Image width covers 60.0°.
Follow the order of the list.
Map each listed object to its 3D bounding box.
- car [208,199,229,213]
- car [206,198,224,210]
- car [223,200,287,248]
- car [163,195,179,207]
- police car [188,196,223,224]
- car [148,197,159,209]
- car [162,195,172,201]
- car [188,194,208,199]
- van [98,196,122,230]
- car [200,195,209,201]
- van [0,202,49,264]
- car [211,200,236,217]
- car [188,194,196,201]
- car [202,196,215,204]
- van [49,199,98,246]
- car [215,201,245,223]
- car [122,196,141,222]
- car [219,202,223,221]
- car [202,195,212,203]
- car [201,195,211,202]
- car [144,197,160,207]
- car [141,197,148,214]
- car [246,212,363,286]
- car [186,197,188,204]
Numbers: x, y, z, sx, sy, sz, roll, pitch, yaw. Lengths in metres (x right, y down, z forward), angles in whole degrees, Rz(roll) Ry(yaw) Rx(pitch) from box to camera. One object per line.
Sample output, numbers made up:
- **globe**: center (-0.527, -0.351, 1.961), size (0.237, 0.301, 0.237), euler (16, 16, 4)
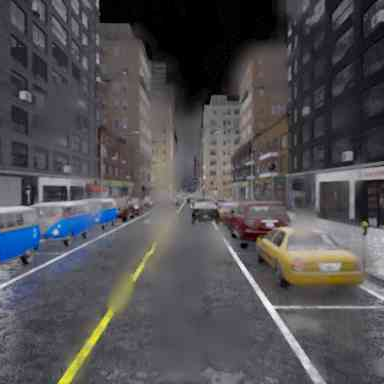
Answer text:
- **car**: center (2.856, 1.475, 36.949), size (1.947, 1.339, 4.313), euler (-1, 0, 0)
- **car**: center (2.857, 1.445, 42.535), size (2.008, 1.369, 4.403), euler (-1, 0, 0)
- **car**: center (2.850, 1.282, 14.605), size (2.192, 1.841, 5.009), euler (-1, 0, 0)
- **car**: center (-3.080, 1.227, 49.497), size (2.097, 1.767, 4.553), euler (0, 0, 0)
- **police car**: center (0.897, 1.369, 24.114), size (1.930, 1.638, 5.238), euler (0, 0, 0)
- **car**: center (-5.682, 1.335, 42.533), size (1.967, 1.590, 4.097), euler (-1, 0, 0)
- **car**: center (-5.684, 1.336, 76.048), size (1.887, 1.381, 4.507), euler (-1, 0, 0)
- **car**: center (0.831, 1.253, 39.966), size (2.097, 1.767, 4.553), euler (0, 0, -1)
- **van**: center (-5.681, 1.295, 20.190), size (1.690, 1.788, 3.998), euler (-1, 0, 0)
- **car**: center (2.862, 1.373, 76.050), size (1.802, 1.307, 4.206), euler (-1, 0, 0)
- **van**: center (-5.680, 1.321, 9.018), size (1.690, 1.788, 3.998), euler (-1, 0, 0)
- **car**: center (2.855, 1.490, 31.363), size (1.947, 1.339, 4.313), euler (-1, 0, 0)
- **car**: center (-0.008, 1.216, 75.181), size (1.882, 1.535, 5.008), euler (0, 0, 0)
- **car**: center (2.859, 1.396, 59.292), size (2.008, 1.369, 4.403), euler (-1, 0, 0)
- **van**: center (-5.681, 1.308, 14.605), size (1.690, 1.788, 3.998), euler (-1, 0, 0)
- **car**: center (2.854, 1.464, 25.947), size (1.752, 1.417, 4.829), euler (-1, 0, 0)
- **car**: center (-5.682, 1.254, 25.776), size (2.192, 1.841, 5.009), euler (-1, 0, 0)
- **car**: center (2.854, 1.535, 20.191), size (1.802, 1.307, 4.206), euler (-1, 0, 0)
- **car**: center (2.860, 1.352, 65.048), size (1.752, 1.417, 4.829), euler (-1, 0, 0)
- **car**: center (2.861, 1.375, 70.464), size (1.947, 1.339, 4.313), euler (-1, 0, 0)
- **car**: center (-5.681, 1.461, 48.120), size (1.802, 1.307, 4.206), euler (-1, 0, 0)
- **car**: center (-5.681, 1.365, 31.362), size (1.967, 1.590, 4.097), euler (-1, 0, 0)
- **car**: center (2.852, 1.505, 9.189), size (1.752, 1.417, 4.829), euler (-1, 0, 0)
- **car**: center (-0.006, 1.347, 60.280), size (1.837, 1.490, 4.892), euler (0, 0, 0)
